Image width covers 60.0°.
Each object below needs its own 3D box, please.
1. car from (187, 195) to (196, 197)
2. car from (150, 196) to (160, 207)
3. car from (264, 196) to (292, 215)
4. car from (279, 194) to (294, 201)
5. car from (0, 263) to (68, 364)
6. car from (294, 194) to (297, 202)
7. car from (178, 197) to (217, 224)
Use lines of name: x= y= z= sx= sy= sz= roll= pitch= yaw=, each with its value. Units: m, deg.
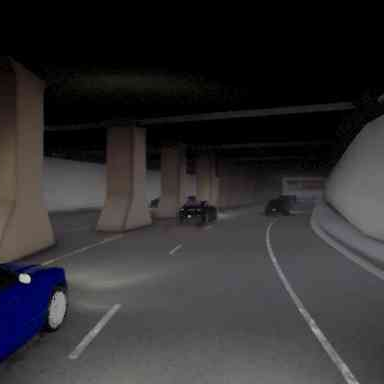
car: x=0.083 y=1.228 z=43.579 sx=1.837 sy=1.490 sz=4.892 roll=0 pitch=0 yaw=21
car: x=-3.691 y=1.186 z=43.509 sx=1.882 sy=1.535 sz=5.008 roll=0 pitch=0 yaw=21
car: x=7.995 y=1.359 z=31.234 sx=1.812 sy=1.442 sz=4.674 roll=0 pitch=0 yaw=21
car: x=13.720 y=1.243 z=49.976 sx=1.837 sy=1.490 sz=4.892 roll=0 pitch=1 yaw=21
car: x=-3.128 y=1.441 z=3.694 sx=1.882 sy=1.535 sz=5.008 roll=0 pitch=0 yaw=3
car: x=19.039 y=1.155 z=63.836 sx=2.128 sy=1.511 sz=4.902 roll=0 pitch=0 yaw=21
car: x=0.527 y=1.342 z=23.737 sx=2.128 sy=1.511 sz=4.902 roll=0 pitch=0 yaw=17
